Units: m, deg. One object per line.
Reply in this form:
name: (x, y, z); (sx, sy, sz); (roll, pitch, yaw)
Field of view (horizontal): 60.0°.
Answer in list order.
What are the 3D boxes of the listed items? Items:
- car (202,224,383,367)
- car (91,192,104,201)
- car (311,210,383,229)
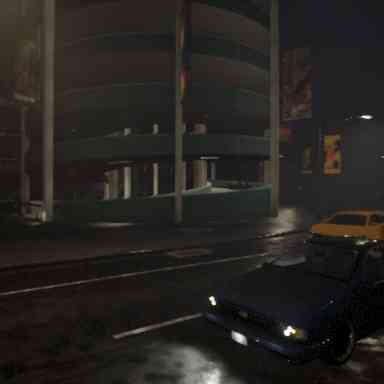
car: (2.755, 1.565, 6.034); (5.357, 1.411, 2.033); (0, 0, -37)
car: (-16.393, 1.108, 59.876); (2.435, 2.045, 5.566); (0, 0, -36)
car: (6.585, 1.518, 13.432); (5.008, 1.535, 1.882); (1, 0, -43)
